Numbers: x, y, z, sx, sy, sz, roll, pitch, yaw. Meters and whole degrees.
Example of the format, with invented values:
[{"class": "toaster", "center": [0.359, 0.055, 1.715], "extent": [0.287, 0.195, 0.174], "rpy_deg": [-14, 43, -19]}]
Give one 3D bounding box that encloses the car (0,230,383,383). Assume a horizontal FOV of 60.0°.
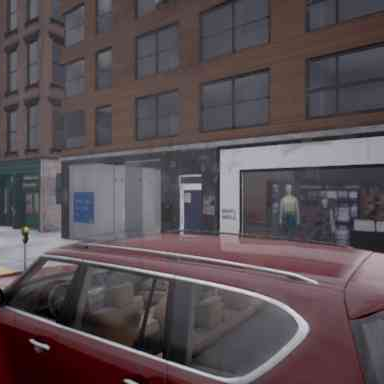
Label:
[{"class": "car", "center": [-0.490, 1.314, 3.163], "extent": [5.009, 1.841, 2.192], "rpy_deg": [0, 0, 36]}]
